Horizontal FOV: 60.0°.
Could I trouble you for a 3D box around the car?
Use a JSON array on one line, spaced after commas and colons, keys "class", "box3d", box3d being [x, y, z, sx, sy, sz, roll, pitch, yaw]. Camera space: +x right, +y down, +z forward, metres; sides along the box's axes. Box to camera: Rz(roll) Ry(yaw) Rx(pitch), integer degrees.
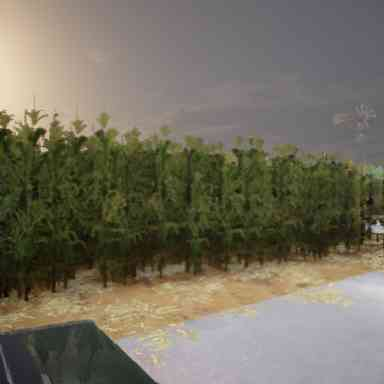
[{"class": "car", "box3d": [-2.500, 1.590, 1.694, 4.718, 1.301, 1.895, 1, 0, -35]}]
